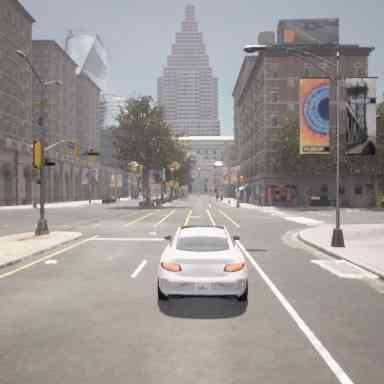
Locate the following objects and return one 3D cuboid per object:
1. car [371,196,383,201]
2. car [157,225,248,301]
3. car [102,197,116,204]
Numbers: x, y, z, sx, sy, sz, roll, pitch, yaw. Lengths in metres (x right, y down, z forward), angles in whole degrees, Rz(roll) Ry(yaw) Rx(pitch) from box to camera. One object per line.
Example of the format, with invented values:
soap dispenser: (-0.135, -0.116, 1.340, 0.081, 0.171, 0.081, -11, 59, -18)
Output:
car: (35.913, 1.543, 67.528, 2.231, 1.521, 4.892, 0, 0, 1)
car: (0.253, 1.533, 8.225, 1.812, 1.442, 4.674, 0, 0, 2)
car: (-16.800, 1.653, 67.276, 1.895, 1.301, 4.718, 0, 0, 1)
